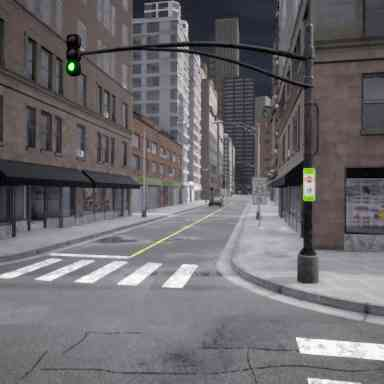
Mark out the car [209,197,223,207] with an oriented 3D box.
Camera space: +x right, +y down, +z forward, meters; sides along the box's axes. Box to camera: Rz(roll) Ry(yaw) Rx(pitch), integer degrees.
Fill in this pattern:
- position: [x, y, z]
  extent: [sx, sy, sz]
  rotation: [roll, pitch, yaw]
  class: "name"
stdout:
- position: [3.728, 1.468, 51.205]
  extent: [1.882, 1.535, 5.008]
  rotation: [0, 0, 11]
  class: "car"
